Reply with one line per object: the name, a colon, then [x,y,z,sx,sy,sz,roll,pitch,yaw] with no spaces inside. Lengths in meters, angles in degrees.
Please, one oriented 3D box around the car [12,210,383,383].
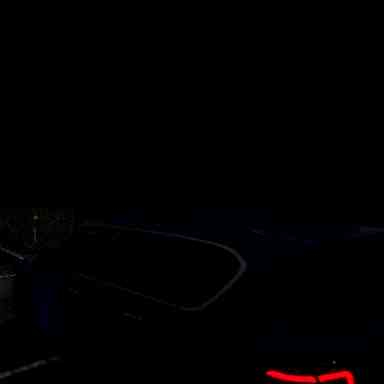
car: [-0.418,1.243,4.126,2.150,2.045,5.566,1,0,-42]
